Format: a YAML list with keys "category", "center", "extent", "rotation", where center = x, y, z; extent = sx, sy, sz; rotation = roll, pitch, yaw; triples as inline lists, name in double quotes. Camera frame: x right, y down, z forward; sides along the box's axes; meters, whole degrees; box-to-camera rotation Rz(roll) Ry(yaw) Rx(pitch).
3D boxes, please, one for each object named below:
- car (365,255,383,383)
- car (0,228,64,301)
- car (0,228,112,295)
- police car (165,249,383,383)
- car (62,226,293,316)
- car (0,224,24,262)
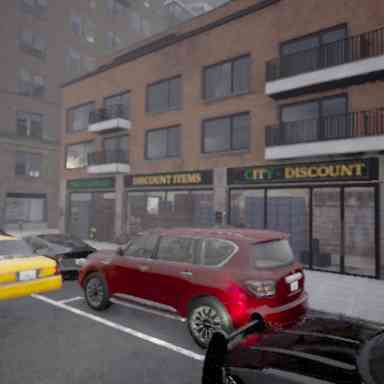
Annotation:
- category: "car"
  center: [4.176, 1.659, 3.244]
  extent: [4.097, 1.590, 1.967]
  rotation: [-1, -3, 39]
- category: "car"
  center: [-5.431, 1.752, 8.586]
  extent: [5.366, 1.575, 1.801]
  rotation: [-1, -3, 39]
- category: "car"
  center: [-4.646, 1.951, 10.362]
  extent: [4.313, 1.339, 1.947]
  rotation: [-1, -3, 39]
- category: "police car"
  center: [2.429, 1.574, 2.253]
  extent: [5.238, 1.638, 1.930]
  rotation: [-1, -3, 38]
- category: "car"
  center: [-0.232, 1.618, 6.810]
  extent: [5.009, 1.841, 2.192]
  rotation: [-1, -3, 39]
- category: "car"
  center: [-9.057, 2.035, 13.923]
  extent: [4.313, 1.339, 1.947]
  rotation: [-1, -3, 39]
